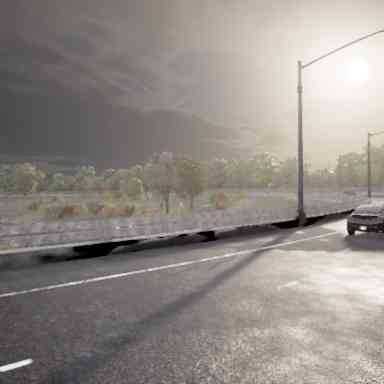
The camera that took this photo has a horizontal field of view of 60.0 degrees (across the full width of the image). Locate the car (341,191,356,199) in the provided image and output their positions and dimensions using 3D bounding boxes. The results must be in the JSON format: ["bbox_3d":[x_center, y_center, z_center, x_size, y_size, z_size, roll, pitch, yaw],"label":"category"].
[{"bbox_3d":[39.796,0.689,85.129,2.150,2.045,5.566,-1,0,1],"label":"car"}]

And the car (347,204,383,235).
[{"bbox_3d":[9.494,1.384,17.017,1.837,1.490,4.892,0,0,43],"label":"car"}]
